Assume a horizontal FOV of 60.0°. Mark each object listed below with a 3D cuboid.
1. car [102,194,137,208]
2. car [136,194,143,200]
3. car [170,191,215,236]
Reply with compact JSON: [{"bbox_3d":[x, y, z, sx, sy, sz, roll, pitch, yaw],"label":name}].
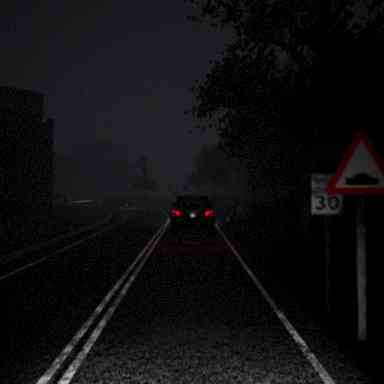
[{"bbox_3d":[-9.036,1.194,40.516,1.895,1.301,4.718,2,0,-41],"label":"car"},{"bbox_3d":[-11.306,0.944,60.528,1.895,1.301,4.718,-1,-1,42],"label":"car"},{"bbox_3d":[0.033,1.137,17.855,2.150,2.045,5.566,0,0,0],"label":"car"}]
